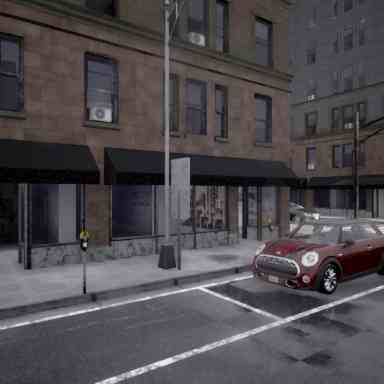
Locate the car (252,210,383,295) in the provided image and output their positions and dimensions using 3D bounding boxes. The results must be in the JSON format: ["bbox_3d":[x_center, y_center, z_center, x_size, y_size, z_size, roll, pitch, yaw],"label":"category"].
[{"bbox_3d":[3.464,1.440,8.670,4.097,1.590,1.967,0,0,-36],"label":"car"}]

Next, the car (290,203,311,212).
[{"bbox_3d":[7.071,1.537,24.623,2.128,1.511,4.902,0,0,-35],"label":"car"}]
